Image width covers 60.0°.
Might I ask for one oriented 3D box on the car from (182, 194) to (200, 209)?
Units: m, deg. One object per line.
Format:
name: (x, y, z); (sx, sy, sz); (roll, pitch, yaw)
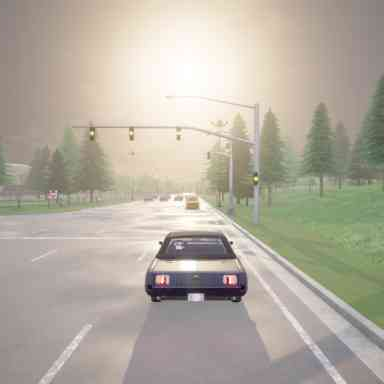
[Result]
car: (-0.021, 1.079, 46.397); (1.882, 1.535, 5.008); (-3, 17, -3)

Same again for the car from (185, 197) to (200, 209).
car: (0.068, 1.576, 49.853); (2.033, 1.411, 5.357); (-1, 1, 0)

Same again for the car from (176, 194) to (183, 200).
car: (-3.317, 1.357, 90.900); (1.812, 1.442, 4.674); (0, 0, 0)

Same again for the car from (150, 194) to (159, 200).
car: (-10.317, 1.332, 90.914); (1.837, 1.490, 4.892); (0, 0, 0)

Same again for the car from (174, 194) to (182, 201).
car: (-3.337, 1.545, 80.896); (1.994, 1.385, 4.181); (0, 0, 0)

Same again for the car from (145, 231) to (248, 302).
car: (0.095, 1.601, 8.185); (1.895, 1.301, 4.718); (0, 0, 1)

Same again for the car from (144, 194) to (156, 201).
car: (-10.338, 1.531, 80.494); (2.033, 1.411, 5.357); (0, 0, 0)

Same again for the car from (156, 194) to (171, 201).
car: (-6.838, 1.531, 80.487); (2.033, 1.411, 5.357); (0, 0, 0)

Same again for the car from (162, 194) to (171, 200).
car: (-6.817, 1.372, 90.907); (2.033, 1.411, 5.357); (0, 0, 0)
